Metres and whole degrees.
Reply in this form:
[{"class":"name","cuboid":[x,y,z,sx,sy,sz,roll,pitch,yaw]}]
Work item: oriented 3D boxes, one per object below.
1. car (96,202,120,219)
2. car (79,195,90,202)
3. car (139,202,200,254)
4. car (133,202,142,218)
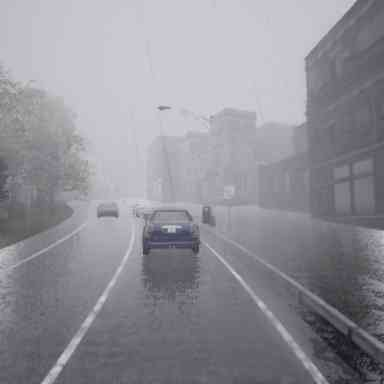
[{"class":"car","cuboid":[-7.463,1.588,29.652,2.033,1.411,5.357,1,0,-15]},{"class":"car","cuboid":[-21.951,1.405,68.046,1.994,1.385,4.181,2,0,-20]},{"class":"car","cuboid":[-0.964,1.391,13.916,2.097,1.767,4.553,0,0,-7]},{"class":"car","cuboid":[-4.529,1.640,31.659,1.812,1.442,4.674,1,0,-16]}]
